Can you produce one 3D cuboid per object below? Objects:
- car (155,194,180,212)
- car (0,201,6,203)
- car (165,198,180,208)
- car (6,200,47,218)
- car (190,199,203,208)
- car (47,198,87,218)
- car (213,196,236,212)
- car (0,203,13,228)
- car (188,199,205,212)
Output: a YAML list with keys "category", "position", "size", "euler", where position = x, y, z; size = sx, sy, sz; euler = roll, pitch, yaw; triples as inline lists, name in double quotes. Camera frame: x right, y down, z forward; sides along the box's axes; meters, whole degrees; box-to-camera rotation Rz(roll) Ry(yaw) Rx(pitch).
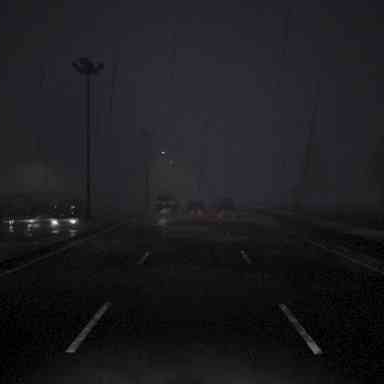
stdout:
- category: "car"
  position: [-3.016, 1.289, 39.548]
  size: [2.150, 2.045, 5.566]
  euler: [0, 0, 1]
- category: "car"
  position: [-18.144, 1.578, 30.882]
  size: [1.812, 1.442, 4.674]
  euler: [0, 0, 1]
- category: "car"
  position: [-2.890, 1.649, 50.139]
  size: [1.994, 1.385, 4.181]
  euler: [0, 0, 1]
- category: "car"
  position: [-14.643, 1.530, 30.776]
  size: [1.882, 1.535, 5.008]
  euler: [0, 0, 1]
- category: "car"
  position: [0.623, 1.686, 50.502]
  size: [1.895, 1.301, 4.718]
  euler: [0, 0, 1]
- category: "car"
  position: [-11.144, 1.406, 30.908]
  size: [2.097, 1.767, 4.553]
  euler: [0, 0, 1]
- category: "car"
  position: [4.000, 1.420, 40.133]
  size: [2.097, 1.767, 4.553]
  euler: [0, 0, 1]
- category: "car"
  position: [-11.378, 1.519, 16.398]
  size: [2.128, 1.511, 4.902]
  euler: [0, 0, 1]
- category: "car"
  position: [0.501, 1.560, 40.160]
  size: [2.128, 1.511, 4.902]
  euler: [0, 0, 1]
